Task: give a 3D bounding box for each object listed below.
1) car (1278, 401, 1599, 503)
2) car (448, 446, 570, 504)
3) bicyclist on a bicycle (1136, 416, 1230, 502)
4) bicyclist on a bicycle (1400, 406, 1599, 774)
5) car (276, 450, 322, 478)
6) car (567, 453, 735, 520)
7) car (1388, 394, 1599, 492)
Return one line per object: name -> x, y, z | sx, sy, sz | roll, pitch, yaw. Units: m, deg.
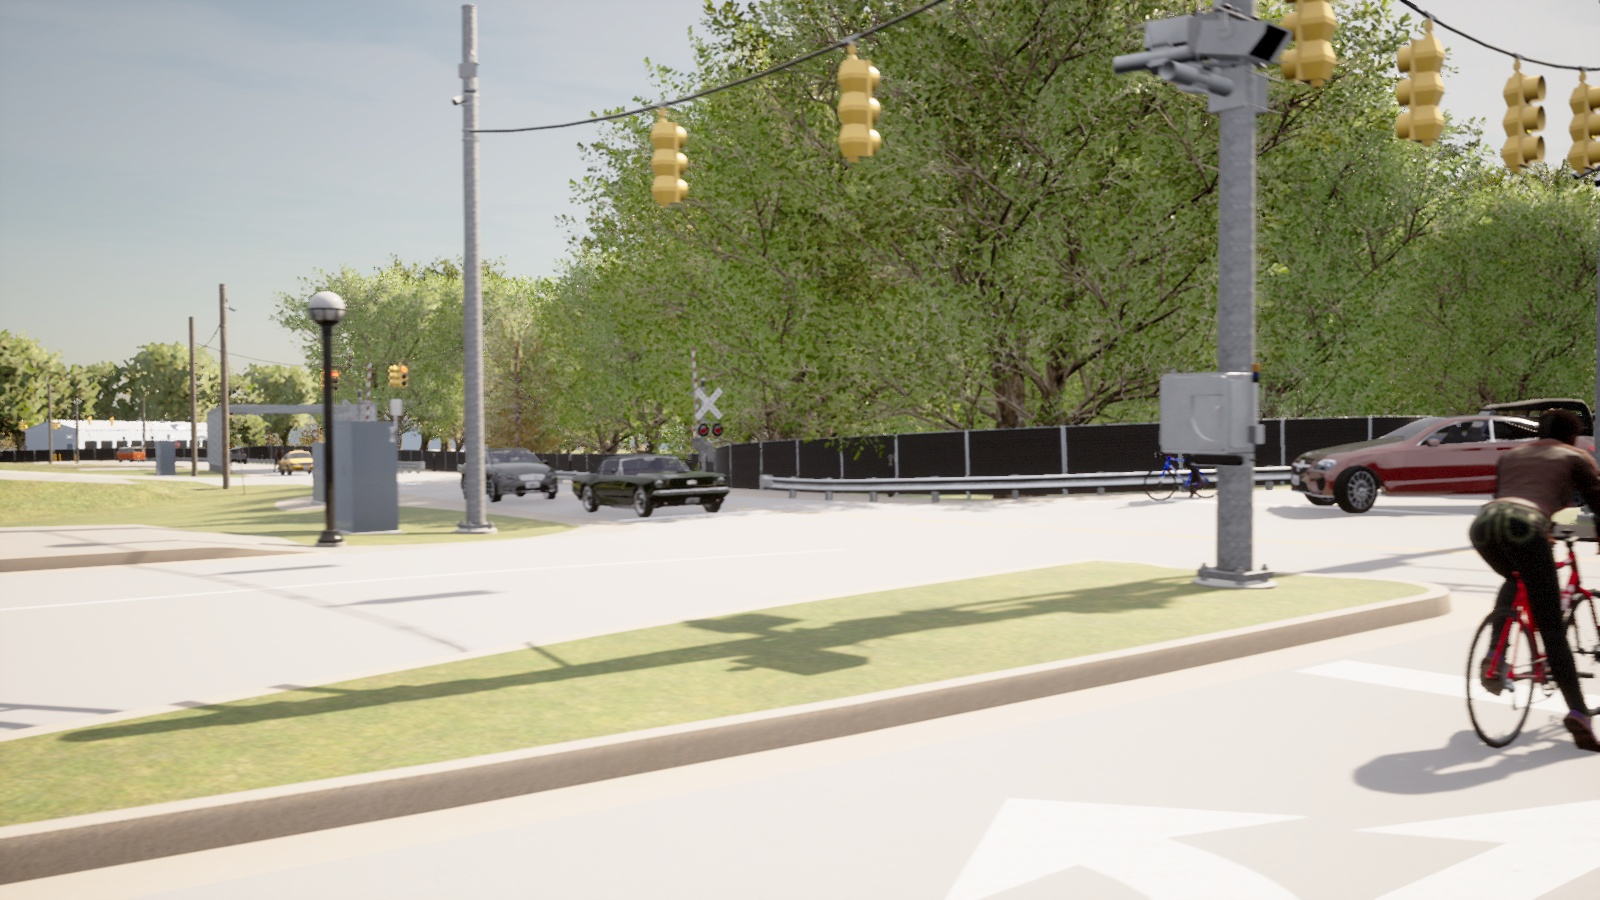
car -> 11.219, 0.007, 21.872 | 5.027, 1.651, 2.152 | -1, 2, 6
car -> -8.559, 0.691, 36.609 | 2.128, 1.511, 4.902 | -2, 1, -29
bicyclist on a bicycle -> 7.761, 0.172, 25.462 | 1.656, 1.620, 0.582 | -3, 2, -3
bicyclist on a bicycle -> 3.731, 0.600, 6.259 | 1.656, 1.620, 0.582 | -2, 1, -36
car -> -30.441, 0.815, 76.221 | 1.801, 1.575, 5.366 | -2, 1, -30
car -> -3.427, 0.766, 28.042 | 1.895, 1.301, 4.718 | -2, 1, -32
car -> 14.159, -0.150, 25.453 | 3.866, 1.878, 1.905 | -1, 2, 19
